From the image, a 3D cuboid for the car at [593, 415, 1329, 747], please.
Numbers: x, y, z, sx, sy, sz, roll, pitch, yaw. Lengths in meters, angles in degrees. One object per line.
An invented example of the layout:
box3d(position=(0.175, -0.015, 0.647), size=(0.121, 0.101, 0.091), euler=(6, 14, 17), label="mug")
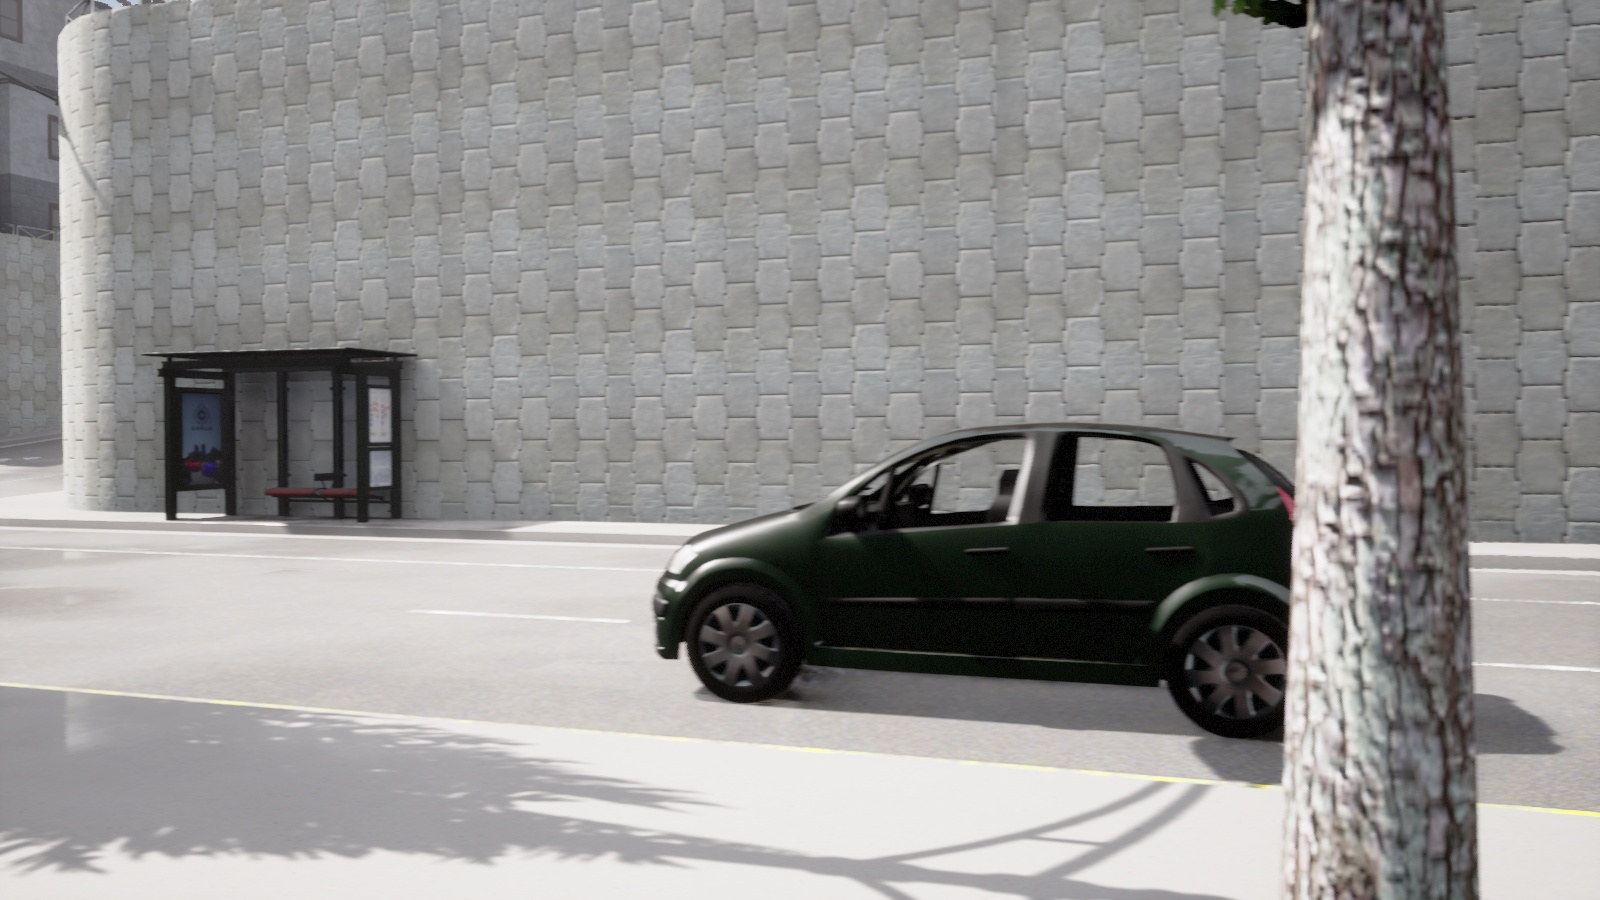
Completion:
box3d(position=(0.969, 0.606, 7.613), size=(3.988, 1.617, 1.851), euler=(1, 1, 19), label="car")
